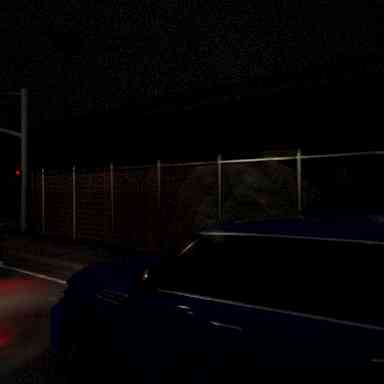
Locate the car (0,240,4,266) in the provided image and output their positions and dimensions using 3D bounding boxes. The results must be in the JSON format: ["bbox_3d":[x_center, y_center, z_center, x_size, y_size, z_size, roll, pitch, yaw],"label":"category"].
[{"bbox_3d":[-7.080,1.487,9.039,4.902,1.511,2.128,0,0,33],"label":"car"}]

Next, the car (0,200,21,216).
[{"bbox_3d":[-16.975,1.546,30.250,1.837,1.490,4.892,0,0,35],"label":"car"}]

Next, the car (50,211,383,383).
[{"bbox_3d":[0.935,1.221,3.323,5.566,2.045,2.150,0,0,35],"label":"car"}]
